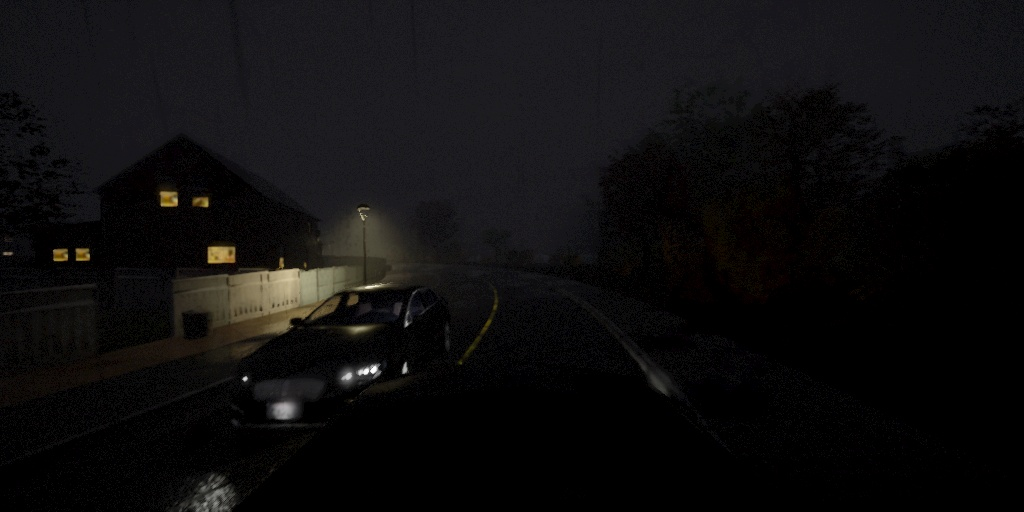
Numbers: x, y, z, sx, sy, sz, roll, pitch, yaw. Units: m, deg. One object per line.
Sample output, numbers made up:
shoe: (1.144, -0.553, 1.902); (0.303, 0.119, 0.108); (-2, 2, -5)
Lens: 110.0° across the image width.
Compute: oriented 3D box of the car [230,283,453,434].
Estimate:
car: (-2.247, 1.265, 6.027); (2.128, 1.511, 4.902); (-1, 0, 1)
